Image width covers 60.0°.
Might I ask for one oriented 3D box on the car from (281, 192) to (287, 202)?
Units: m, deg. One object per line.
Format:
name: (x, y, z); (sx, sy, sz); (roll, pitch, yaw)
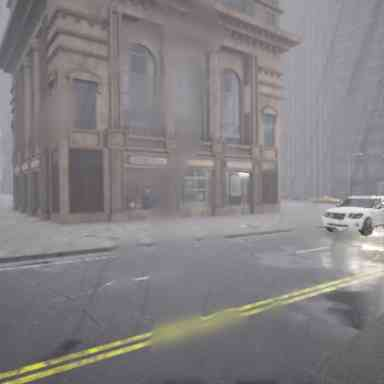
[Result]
car: (15.184, 1.232, 63.084); (1.887, 1.381, 4.507); (0, 1, -36)

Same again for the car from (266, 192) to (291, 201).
car: (18.807, 0.845, 72.629); (2.192, 1.841, 5.009); (0, 1, -36)

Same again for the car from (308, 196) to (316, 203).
car: (21.866, 1.309, 53.824); (1.752, 1.417, 4.829); (0, 1, -36)

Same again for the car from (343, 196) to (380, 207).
car: (25.059, 1.372, 49.401); (1.887, 1.381, 4.507); (0, 1, -36)

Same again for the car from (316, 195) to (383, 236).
car: (9.638, 1.210, 18.525); (5.566, 2.045, 2.150); (0, 0, -35)

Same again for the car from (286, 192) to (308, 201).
car: (22.098, 1.146, 68.071); (1.947, 1.339, 4.313); (0, 1, -36)
